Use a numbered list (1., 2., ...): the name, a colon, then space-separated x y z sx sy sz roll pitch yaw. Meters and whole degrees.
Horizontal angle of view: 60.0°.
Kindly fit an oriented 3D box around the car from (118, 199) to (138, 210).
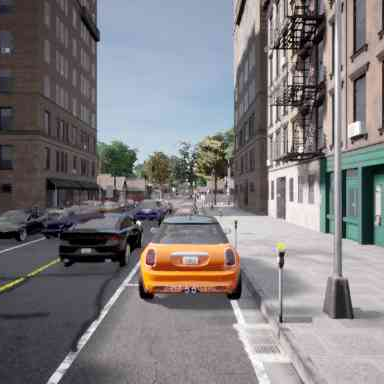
1. car: -8.408 1.600 43.945 1.802 1.307 4.206 0 0 0

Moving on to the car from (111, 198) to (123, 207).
1. car: -8.408 1.535 32.737 1.752 1.417 4.829 0 0 0

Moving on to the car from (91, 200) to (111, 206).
1. car: -8.408 1.446 27.388 1.967 1.590 4.097 0 0 0

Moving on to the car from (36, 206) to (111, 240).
1. car: -5.868 1.602 17.123 1.895 1.301 4.718 0 0 0

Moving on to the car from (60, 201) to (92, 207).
1. car: -8.408 1.553 21.869 2.008 1.369 4.403 0 0 0

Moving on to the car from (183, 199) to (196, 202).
1. car: -0.383 1.531 27.562 1.752 1.417 4.829 0 0 0

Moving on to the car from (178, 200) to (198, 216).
1. car: -0.383 1.554 32.910 1.887 1.381 4.507 0 0 0

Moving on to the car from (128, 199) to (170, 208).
1. car: -3.017 1.355 24.476 2.097 1.767 4.553 0 0 0

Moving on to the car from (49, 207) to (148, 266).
1. car: -2.920 1.478 11.638 1.882 1.535 5.008 0 0 0

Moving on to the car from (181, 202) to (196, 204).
1. car: -0.383 1.584 21.873 1.802 1.307 4.206 0 0 0

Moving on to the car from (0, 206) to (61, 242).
1. car: -8.408 1.567 16.351 1.947 1.339 4.313 0 0 0

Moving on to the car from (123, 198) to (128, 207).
1. car: -8.408 1.454 38.426 1.967 1.590 4.097 0 0 0

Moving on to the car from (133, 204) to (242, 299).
1. car: -0.032 1.353 8.620 2.097 1.767 4.553 0 0 0

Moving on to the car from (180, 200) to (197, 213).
1. car: -0.383 1.596 38.428 1.802 1.307 4.206 0 0 0

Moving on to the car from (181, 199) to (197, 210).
1. car: -0.383 1.584 43.946 1.947 1.339 4.313 0 0 0
